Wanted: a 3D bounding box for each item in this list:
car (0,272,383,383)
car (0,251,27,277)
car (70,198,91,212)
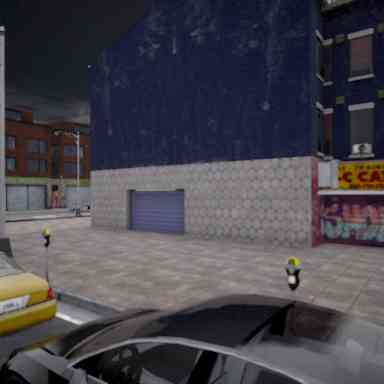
[{"bbox_3d":[0.217,1.565,2.660,4.313,1.339,1.947,0,0,36],"label":"car"},{"bbox_3d":[-4.372,1.523,5.945,4.829,1.417,1.752,0,0,36],"label":"car"},{"bbox_3d":[-11.411,1.465,37.604,2.128,1.511,4.902,0,0,36],"label":"car"}]
